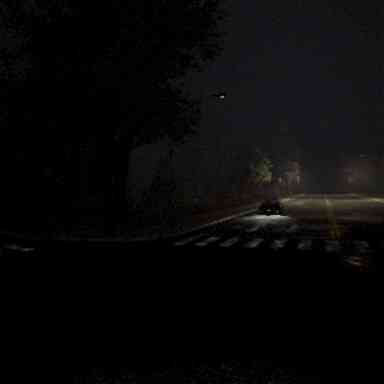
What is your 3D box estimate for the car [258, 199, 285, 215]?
[{"bbox_3d":[7.275,1.349,30.280,1.994,1.385,4.181,-1,0,22],"label":"car"}]
